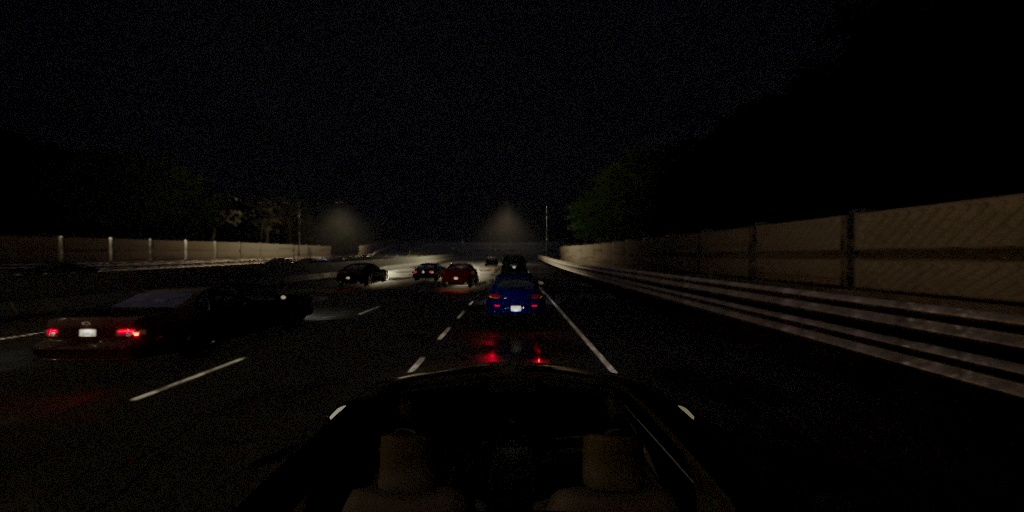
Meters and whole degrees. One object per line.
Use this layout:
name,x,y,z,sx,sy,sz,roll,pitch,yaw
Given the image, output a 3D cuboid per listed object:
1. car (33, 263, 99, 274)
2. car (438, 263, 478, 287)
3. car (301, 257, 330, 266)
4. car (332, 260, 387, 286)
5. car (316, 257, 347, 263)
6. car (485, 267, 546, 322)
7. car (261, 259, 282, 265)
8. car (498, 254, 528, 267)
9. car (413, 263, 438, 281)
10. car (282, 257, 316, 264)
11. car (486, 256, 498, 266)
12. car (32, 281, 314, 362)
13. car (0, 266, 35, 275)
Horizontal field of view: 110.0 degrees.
car,-31.537,1.240,24.548,1.837,1.490,4.892,0,0,0
car,-3.444,1.219,24.524,1.882,1.535,5.008,0,0,0
car,-31.190,0.894,57.095,1.895,1.301,4.718,0,1,1
car,-10.341,1.215,25.108,1.882,1.535,5.008,0,0,0
car,-20.901,1.071,42.881,1.837,1.490,4.892,0,1,1
car,0.114,1.275,12.167,1.812,1.442,4.674,0,0,0
car,-27.902,1.072,42.826,1.837,1.490,4.892,0,1,1
car,0.202,0.930,30.784,2.150,2.045,5.566,0,0,1
car,-6.816,1.260,30.075,2.033,1.411,5.357,0,0,0
car,-24.406,1.049,42.551,1.882,1.535,5.008,0,1,1
car,-3.176,0.777,57.623,2.128,1.511,4.902,0,1,1
car,-6.893,1.296,8.339,2.033,1.411,5.357,0,0,0
car,-21.083,1.250,12.634,1.837,1.490,4.892,0,0,0
